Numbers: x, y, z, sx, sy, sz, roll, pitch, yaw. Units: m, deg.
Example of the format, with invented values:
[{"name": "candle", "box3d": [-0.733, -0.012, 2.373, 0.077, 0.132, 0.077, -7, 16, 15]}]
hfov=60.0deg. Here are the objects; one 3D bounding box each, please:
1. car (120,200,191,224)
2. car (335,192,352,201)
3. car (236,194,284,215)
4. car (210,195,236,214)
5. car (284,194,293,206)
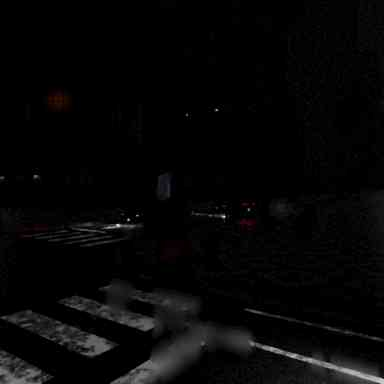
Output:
[{"name": "car", "box3d": [-2.259, 1.283, 22.504, 2.033, 1.411, 5.357, 0, 1, 38]}, {"name": "car", "box3d": [25.363, 0.653, 55.722, 1.882, 1.535, 5.008, 0, 1, 36]}, {"name": "car", "box3d": [5.945, 1.124, 28.554, 1.837, 1.490, 4.892, 0, 1, 36]}, {"name": "car", "box3d": [3.516, 1.107, 30.642, 1.837, 1.490, 4.892, 0, 1, 36]}, {"name": "car", "box3d": [10.991, 0.995, 41.086, 1.994, 1.385, 4.181, 0, 1, 36]}]
